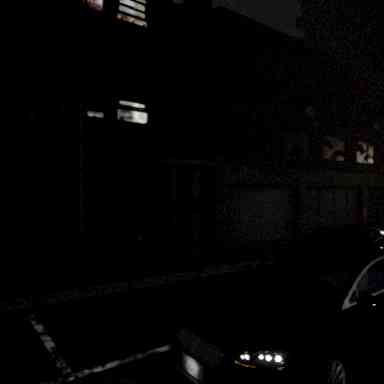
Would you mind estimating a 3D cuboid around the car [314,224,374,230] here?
[{"bbox_3d":[4.315,1.646,9.646,4.313,1.339,1.947,1,-1,-35],"label":"car"}]

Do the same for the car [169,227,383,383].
[{"bbox_3d":[2.000,1.530,4.803,4.902,1.511,2.128,1,0,-36],"label":"car"}]
